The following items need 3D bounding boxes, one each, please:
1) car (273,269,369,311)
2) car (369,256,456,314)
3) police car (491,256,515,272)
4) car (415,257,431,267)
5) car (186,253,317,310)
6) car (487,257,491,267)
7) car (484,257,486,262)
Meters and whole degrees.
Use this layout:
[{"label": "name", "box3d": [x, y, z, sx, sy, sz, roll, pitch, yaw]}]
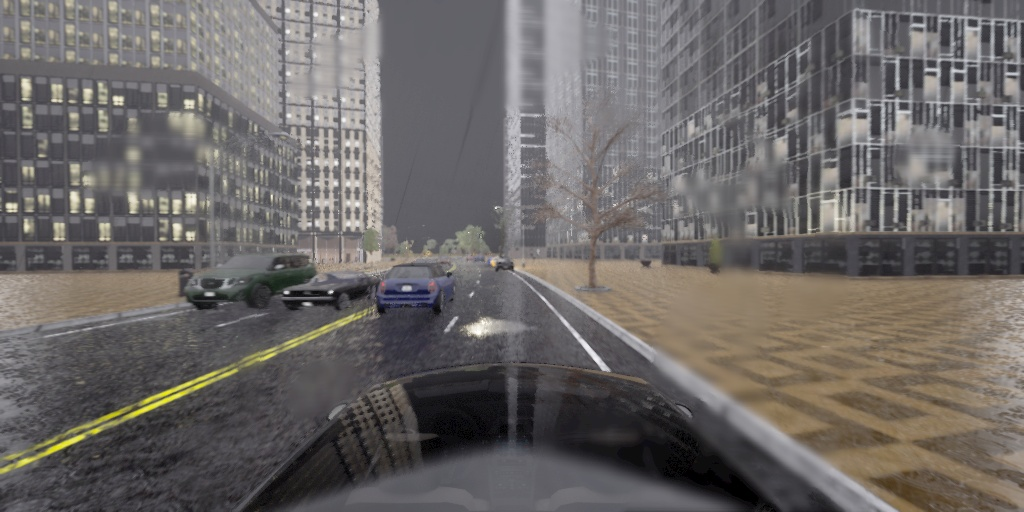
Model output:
[{"label": "car", "box3d": [-6.824, 1.268, 14.045, 1.895, 1.301, 4.718, 0, 1, -2]}, {"label": "car", "box3d": [-3.376, 1.011, 13.449, 2.097, 1.767, 4.553, 0, 1, -2]}, {"label": "police car", "box3d": [-0.858, 0.852, 38.780, 1.930, 1.638, 5.238, 0, 0, -6]}, {"label": "car", "box3d": [-13.904, 0.894, 56.140, 1.994, 1.385, 4.181, 0, 0, -8]}, {"label": "car", "box3d": [-10.102, 0.899, 14.626, 2.150, 2.045, 5.566, 0, 0, -2]}, {"label": "car", "box3d": [-2.013, 0.800, 48.954, 1.801, 1.575, 5.366, 0, 0, -7]}, {"label": "car", "box3d": [-2.805, 0.775, 54.805, 1.882, 1.535, 5.008, 0, 0, -8]}]
